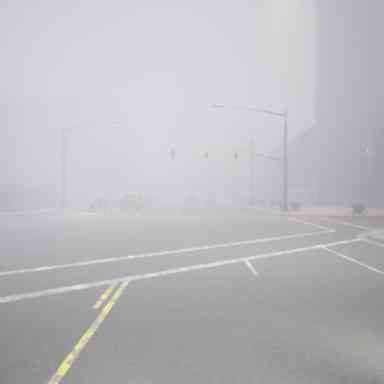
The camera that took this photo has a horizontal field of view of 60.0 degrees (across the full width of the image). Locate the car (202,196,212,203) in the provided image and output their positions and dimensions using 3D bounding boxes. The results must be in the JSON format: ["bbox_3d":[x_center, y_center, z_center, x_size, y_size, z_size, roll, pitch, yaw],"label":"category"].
[{"bbox_3d":[3.468,1.708,78.012,2.033,1.411,5.357,0,0,0],"label":"car"}]

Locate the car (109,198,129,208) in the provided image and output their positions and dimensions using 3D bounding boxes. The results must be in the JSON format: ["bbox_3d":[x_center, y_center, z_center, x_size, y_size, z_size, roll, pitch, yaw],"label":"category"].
[{"bbox_3d":[-10.582,1.587,48.404,1.895,1.301,4.718,0,0,0],"label":"car"}]

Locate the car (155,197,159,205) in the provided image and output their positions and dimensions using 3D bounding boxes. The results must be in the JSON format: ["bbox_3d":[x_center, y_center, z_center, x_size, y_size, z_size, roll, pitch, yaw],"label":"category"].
[{"bbox_3d":[-7.073,1.561,59.870,1.882,1.535,5.008,0,0,1],"label":"car"}]

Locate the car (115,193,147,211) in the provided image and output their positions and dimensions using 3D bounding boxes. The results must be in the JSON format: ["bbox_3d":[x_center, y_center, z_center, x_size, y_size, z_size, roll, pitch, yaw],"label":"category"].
[{"bbox_3d":[-7.086,1.156,39.504,2.150,2.045,5.566,0,0,0],"label":"car"}]

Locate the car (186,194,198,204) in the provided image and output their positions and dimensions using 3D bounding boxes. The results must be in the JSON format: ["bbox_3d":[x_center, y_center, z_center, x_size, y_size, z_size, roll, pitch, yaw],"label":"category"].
[{"bbox_3d":[-0.028,1.371,67.624,2.150,2.045,5.566,0,0,0],"label":"car"}]

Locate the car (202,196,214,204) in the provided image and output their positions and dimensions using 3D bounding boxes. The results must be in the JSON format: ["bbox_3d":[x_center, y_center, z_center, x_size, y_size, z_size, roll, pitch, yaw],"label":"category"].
[{"bbox_3d":[3.472,1.678,68.010,1.812,1.442,4.674,0,0,0],"label":"car"}]

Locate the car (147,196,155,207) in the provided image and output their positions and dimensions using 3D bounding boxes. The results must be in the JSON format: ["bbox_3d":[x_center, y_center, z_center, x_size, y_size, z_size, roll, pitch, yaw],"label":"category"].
[{"bbox_3d":[-7.078,1.344,49.145,2.097,1.767,4.553,0,0,-1],"label":"car"}]

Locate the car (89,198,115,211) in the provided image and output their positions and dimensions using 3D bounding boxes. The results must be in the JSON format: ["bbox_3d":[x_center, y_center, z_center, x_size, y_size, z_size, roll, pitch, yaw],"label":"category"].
[{"bbox_3d":[-10.584,1.421,39.132,2.128,1.511,4.902,0,0,0],"label":"car"}]
